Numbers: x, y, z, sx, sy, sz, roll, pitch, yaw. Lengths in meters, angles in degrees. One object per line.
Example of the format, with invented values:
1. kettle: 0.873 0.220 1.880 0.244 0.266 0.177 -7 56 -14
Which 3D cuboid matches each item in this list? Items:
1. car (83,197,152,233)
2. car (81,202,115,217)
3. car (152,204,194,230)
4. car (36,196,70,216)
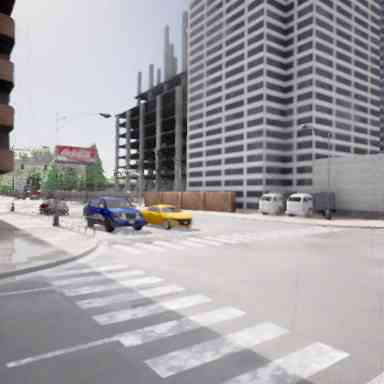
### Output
1. car: -5.056 1.355 21.437 2.150 2.045 5.566 1 0 -35
2. car: -9.622 1.736 33.926 1.994 1.385 4.181 1 0 -35
3. car: -1.826 1.650 22.933 1.882 1.535 5.008 1 0 -35
4. car: -14.214 1.491 34.362 2.097 1.767 4.553 1 -1 -35
